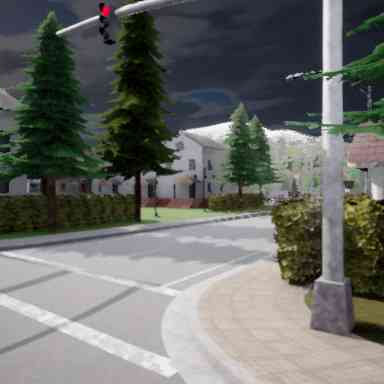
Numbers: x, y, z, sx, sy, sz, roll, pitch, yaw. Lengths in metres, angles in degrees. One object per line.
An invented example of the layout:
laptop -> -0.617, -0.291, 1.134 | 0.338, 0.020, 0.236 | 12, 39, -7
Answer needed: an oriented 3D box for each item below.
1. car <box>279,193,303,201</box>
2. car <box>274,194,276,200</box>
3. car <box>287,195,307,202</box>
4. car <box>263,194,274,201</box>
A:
car -> 20.737, 1.137, 70.659 | 3.866, 1.878, 1.905 | 0, 0, 35
car -> 23.845, 1.371, 87.670 | 4.514, 1.523, 2.007 | 0, 0, 35
car -> 23.136, 1.420, 73.040 | 3.806, 1.475, 1.970 | 0, 0, 35
car -> 16.151, 1.171, 77.848 | 4.605, 1.855, 1.932 | 0, 0, 35
